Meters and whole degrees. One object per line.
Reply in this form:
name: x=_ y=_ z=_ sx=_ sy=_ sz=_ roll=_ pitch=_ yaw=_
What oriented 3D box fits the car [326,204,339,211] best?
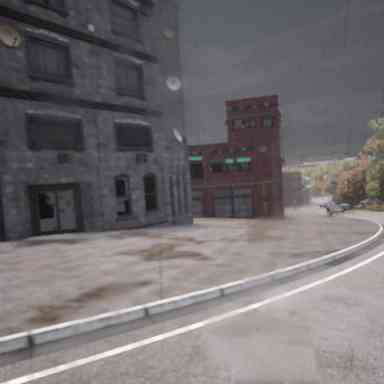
car: x=31.723 y=3.378 z=75.167 sx=1.812 sy=1.442 sz=4.674 roll=-4 pitch=-3 yaw=13

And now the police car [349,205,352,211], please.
police car: x=29.877 y=2.959 z=65.624 sx=1.930 sy=1.638 sz=5.238 roll=-4 pitch=-3 yaw=9

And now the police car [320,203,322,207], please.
police car: x=33.236 y=3.442 z=80.976 sx=1.930 sy=1.638 sz=5.238 roll=-3 pitch=-2 yaw=16

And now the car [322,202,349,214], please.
car: x=24.424 y=2.962 z=56.823 sx=2.128 sy=1.511 sz=4.902 roll=-4 pitch=-3 yaw=7
